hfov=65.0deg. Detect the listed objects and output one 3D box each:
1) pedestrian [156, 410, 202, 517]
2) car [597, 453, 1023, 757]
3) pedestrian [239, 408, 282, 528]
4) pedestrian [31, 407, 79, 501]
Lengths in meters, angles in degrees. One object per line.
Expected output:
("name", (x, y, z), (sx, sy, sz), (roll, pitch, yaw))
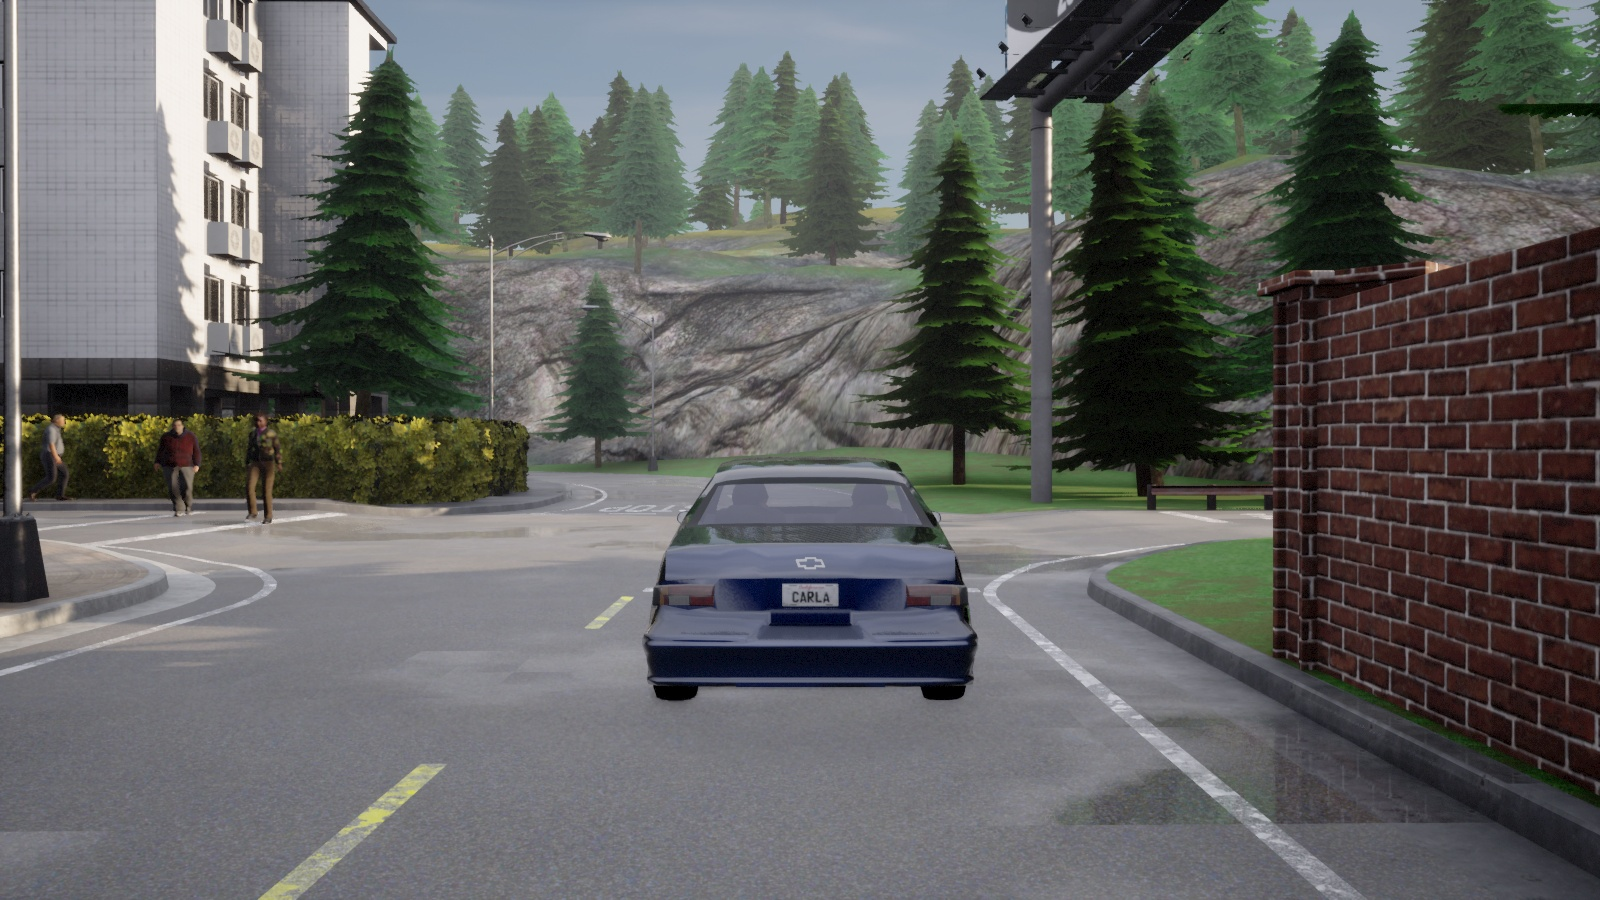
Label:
("pedestrian", (-10.950, 0.233, 22.165), (0.634, 1.844, 0.899), (0, 0, -20))
("car", (0.061, 0.745, 8.677), (2.033, 1.411, 5.357), (0, 0, 0))
("pedestrian", (-8.830, 0.284, 20.549), (0.395, 1.930, 0.692), (0, 0, 1))
("pedestrian", (-14.837, 0.074, 25.021), (0.694, 1.848, 0.540), (0, 0, -12))
